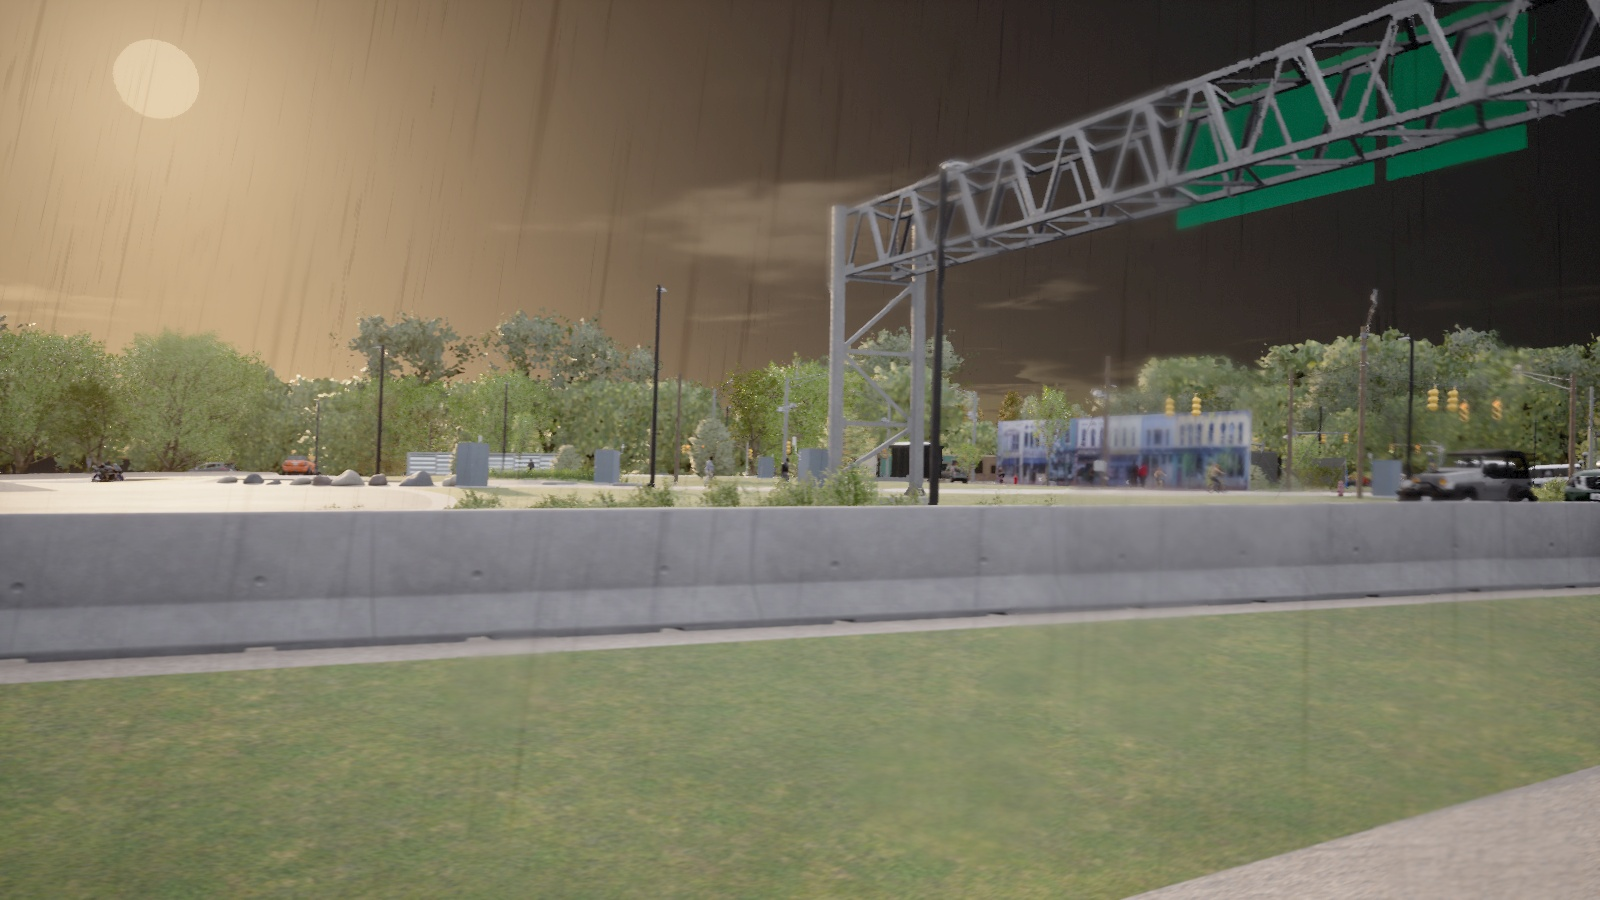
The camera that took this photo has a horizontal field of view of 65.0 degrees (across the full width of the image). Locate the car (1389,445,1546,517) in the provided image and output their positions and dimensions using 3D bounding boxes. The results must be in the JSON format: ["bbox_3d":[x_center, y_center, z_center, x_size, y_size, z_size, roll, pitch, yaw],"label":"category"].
[{"bbox_3d":[18.349,0.830,34.525,3.866,1.878,1.905,1,-1,-26],"label":"car"}]

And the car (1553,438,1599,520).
[{"bbox_3d":[22.347,0.753,32.589,5.566,2.045,2.150,1,-1,-26],"label":"car"}]

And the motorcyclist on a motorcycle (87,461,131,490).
[{"bbox_3d":[-40.270,1.487,73.142,2.191,1.530,0.866,-2,1,16],"label":"motorcyclist on a motorcycle"}]
